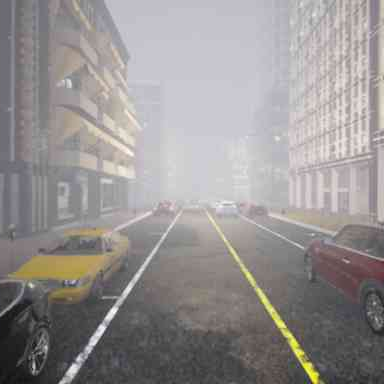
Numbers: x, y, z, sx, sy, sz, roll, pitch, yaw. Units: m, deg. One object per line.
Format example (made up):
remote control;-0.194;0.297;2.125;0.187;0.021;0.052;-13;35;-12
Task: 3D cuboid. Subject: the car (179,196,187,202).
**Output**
car;-2.263;1.726;83.430;1.802;1.307;4.206;0;0;0

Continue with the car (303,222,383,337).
car;3.930;1.383;6.877;2.097;1.767;4.553;0;0;0

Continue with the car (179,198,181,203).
car;-2.488;1.626;36.622;1.802;1.307;4.206;0;0;0

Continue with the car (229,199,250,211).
car;5.925;1.653;42.222;2.008;1.369;4.403;0;0;0

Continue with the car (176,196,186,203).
car;-2.288;1.665;70.513;2.008;1.369;4.403;0;0;0

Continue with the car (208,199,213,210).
car;3.262;1.616;43.974;1.812;1.442;4.674;0;0;1

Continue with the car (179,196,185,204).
car;-2.322;1.652;64.865;2.008;1.369;4.403;0;0;0

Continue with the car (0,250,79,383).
car;-2.687;1.555;2.732;1.947;1.339;4.313;0;0;0

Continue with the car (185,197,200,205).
car;0.339;1.596;59.544;2.128;1.511;4.902;0;0;0

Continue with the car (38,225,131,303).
car;-2.654;1.522;8.211;1.752;1.417;4.829;0;0;0

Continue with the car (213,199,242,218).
car;3.215;1.592;31.001;1.812;1.442;4.674;0;0;1

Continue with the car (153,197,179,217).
car;-2.520;1.474;30.974;1.967;1.590;4.097;0;0;0

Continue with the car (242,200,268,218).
car;5.859;1.626;30.924;1.887;1.381;4.507;0;0;0
